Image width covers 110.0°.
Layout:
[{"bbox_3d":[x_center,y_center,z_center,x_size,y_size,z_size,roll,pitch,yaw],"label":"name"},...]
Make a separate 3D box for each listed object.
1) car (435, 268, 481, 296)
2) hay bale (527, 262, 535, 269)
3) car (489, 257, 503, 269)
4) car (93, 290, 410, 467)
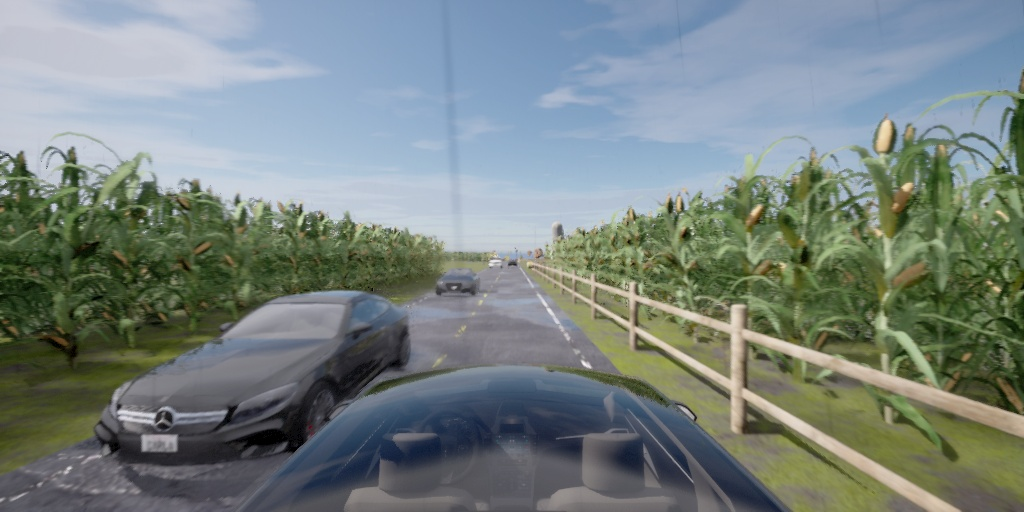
[{"bbox_3d":[-2.805,1.338,19.358,1.994,1.385,4.181,0,0,0],"label":"car"},{"bbox_3d":[3.221,1.561,61.394,1.220,1.180,1.240,0,0,0],"label":"hay bale"},{"bbox_3d":[-2.685,1.116,60.814,2.150,2.045,5.566,0,0,1],"label":"car"},{"bbox_3d":[-2.850,1.275,5.246,1.812,1.442,4.674,0,0,0],"label":"car"}]
